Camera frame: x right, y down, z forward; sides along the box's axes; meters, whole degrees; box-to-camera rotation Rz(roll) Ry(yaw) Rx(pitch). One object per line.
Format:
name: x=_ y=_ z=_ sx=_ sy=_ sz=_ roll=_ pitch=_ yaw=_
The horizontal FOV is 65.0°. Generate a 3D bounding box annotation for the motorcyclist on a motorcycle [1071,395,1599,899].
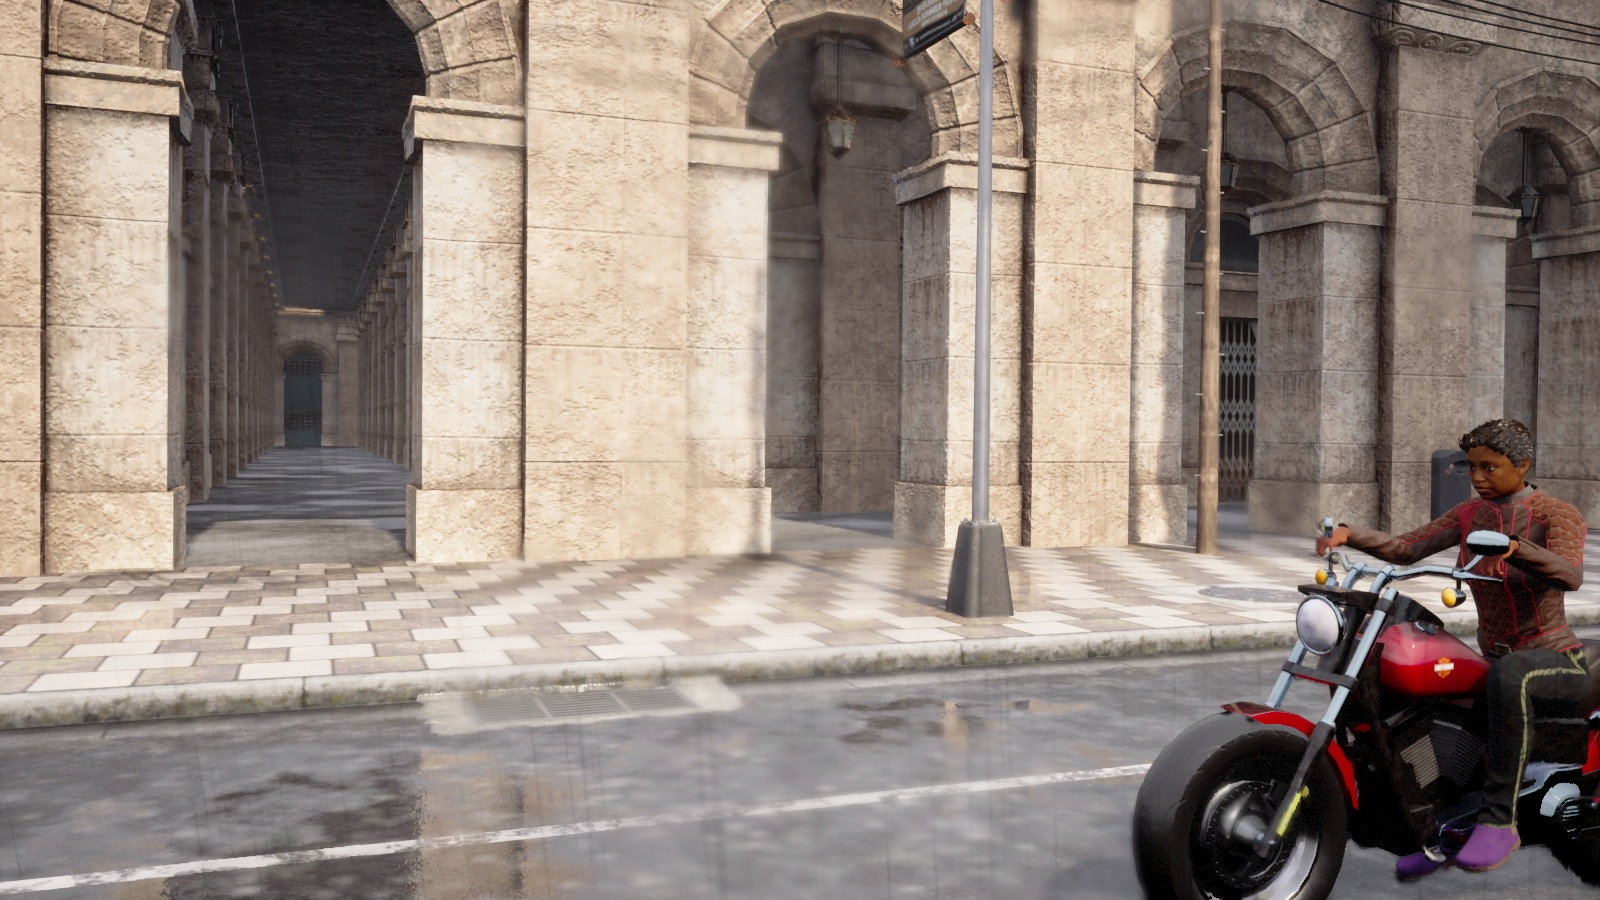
motorcyclist on a motorcycle: x=2.107 y=0.660 z=4.062 sx=2.350 sy=1.649 sz=0.766 roll=-1 pitch=1 yaw=-21
